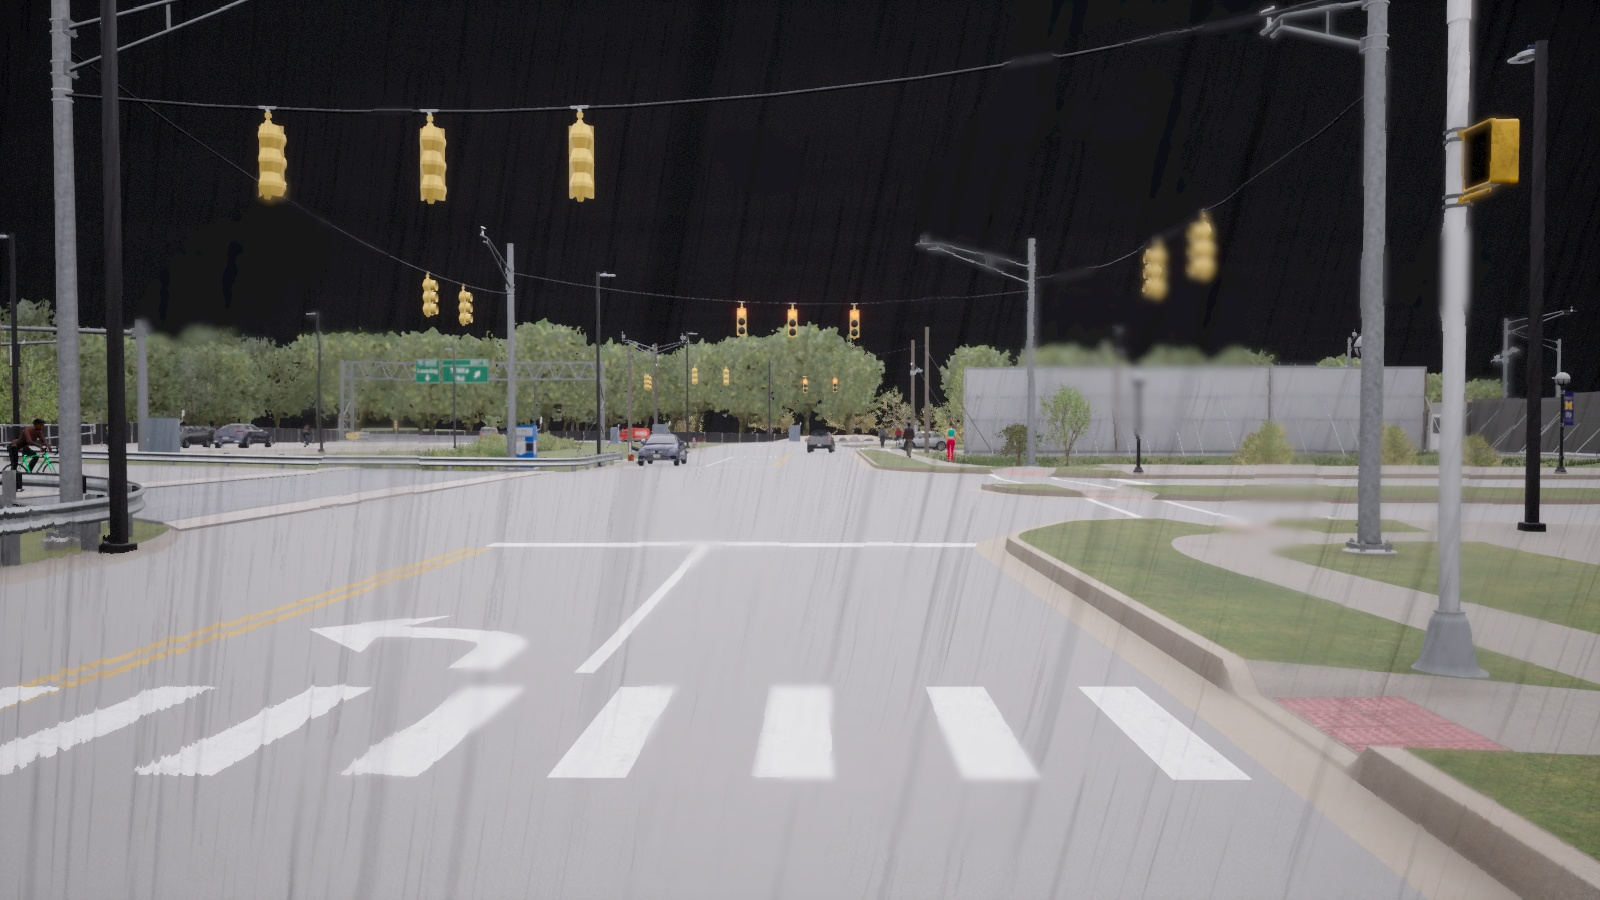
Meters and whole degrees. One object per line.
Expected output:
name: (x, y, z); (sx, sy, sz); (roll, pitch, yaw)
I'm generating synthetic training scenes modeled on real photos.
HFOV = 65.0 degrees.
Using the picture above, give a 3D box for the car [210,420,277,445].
car: (-36.953, -1.151, 83.494); (2.152, 1.651, 5.027); (0, 1, 1)

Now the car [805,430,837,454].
car: (1.423, -0.557, 83.866); (1.845, 1.501, 3.633); (0, 1, 5)

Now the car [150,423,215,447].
car: (-40.471, -0.975, 82.400); (2.007, 1.525, 4.514); (0, 1, 1)

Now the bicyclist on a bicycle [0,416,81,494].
bicyclist on a bicycle: (-16.783, 0.111, 27.556); (1.656, 1.620, 0.582); (-2, 0, 8)

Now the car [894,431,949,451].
car: (9.387, -0.709, 97.241); (3.806, 1.475, 1.970); (1, 2, -9)

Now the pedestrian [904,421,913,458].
pedestrian: (5.554, -0.534, 64.139); (0.431, 1.840, 0.703); (0, 2, 2)

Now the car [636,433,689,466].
car: (-6.296, -0.042, 57.913); (1.812, 1.442, 4.674); (0, 1, 1)

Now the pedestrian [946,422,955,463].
pedestrian: (6.958, -0.353, 58.013); (0.345, 1.836, 0.594); (0, 2, 0)
